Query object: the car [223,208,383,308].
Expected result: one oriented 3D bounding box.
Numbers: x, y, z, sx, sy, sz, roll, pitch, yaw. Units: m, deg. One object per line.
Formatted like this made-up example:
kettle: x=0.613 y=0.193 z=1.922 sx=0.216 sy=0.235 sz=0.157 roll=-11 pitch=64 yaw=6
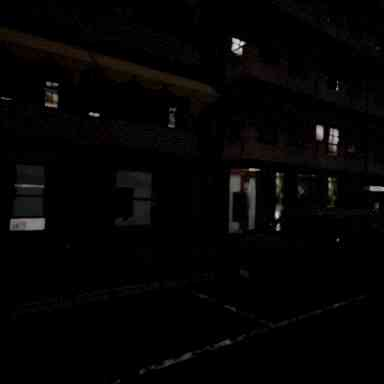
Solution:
car: x=3.127 y=1.373 z=8.313 sx=5.009 sy=1.841 sz=2.192 roll=1 pitch=1 yaw=-36
